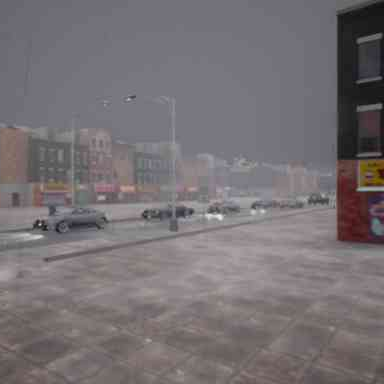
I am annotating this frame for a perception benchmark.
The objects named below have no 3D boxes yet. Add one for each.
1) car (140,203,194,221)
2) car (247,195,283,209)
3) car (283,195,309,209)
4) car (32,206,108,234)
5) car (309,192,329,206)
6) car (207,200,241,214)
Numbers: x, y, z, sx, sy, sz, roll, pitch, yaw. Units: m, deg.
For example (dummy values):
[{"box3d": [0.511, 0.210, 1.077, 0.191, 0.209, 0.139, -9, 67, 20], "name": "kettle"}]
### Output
[{"box3d": [-1.900, 1.544, 26.462, 1.895, 1.301, 4.718, 0, 0, 35], "name": "car"}, {"box3d": [9.363, 1.424, 42.350, 2.033, 1.411, 5.357, 0, 0, 36], "name": "car"}, {"box3d": [12.659, 1.422, 41.987, 2.033, 1.411, 5.357, 0, 0, 35], "name": "car"}, {"box3d": [-6.938, 1.540, 19.322, 1.994, 1.385, 4.181, 0, 0, 36], "name": "car"}, {"box3d": [19.829, 1.058, 52.148, 2.150, 2.045, 5.566, 0, 0, 34], "name": "car"}, {"box3d": [3.286, 1.476, 33.812, 1.994, 1.385, 4.181, 0, 0, 35], "name": "car"}]
